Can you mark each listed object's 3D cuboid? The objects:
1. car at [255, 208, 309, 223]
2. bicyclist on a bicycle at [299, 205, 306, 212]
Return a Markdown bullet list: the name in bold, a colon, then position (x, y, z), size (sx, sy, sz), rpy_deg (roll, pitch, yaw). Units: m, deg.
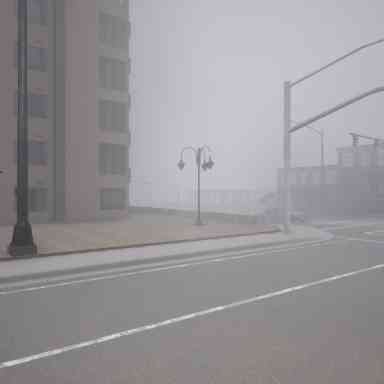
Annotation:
- **car**: position (7.958, 2.096, 29.830), size (1.895, 1.301, 4.718), rpy_deg (0, -4, -36)
- **bicyclist on a bicycle**: position (13.575, 2.464, 40.693), size (1.656, 1.620, 0.582), rpy_deg (0, -8, -35)
